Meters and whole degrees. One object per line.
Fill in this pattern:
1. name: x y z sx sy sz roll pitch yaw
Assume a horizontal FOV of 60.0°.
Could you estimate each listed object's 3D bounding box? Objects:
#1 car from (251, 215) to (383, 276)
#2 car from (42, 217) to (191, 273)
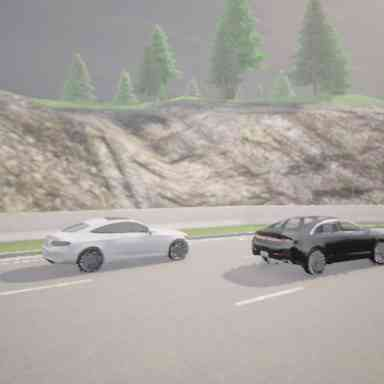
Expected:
1. car: 4.105 1.487 10.306 4.902 1.511 2.128 0 0 -29
2. car: -2.227 1.523 10.623 4.674 1.442 1.812 0 0 -34
